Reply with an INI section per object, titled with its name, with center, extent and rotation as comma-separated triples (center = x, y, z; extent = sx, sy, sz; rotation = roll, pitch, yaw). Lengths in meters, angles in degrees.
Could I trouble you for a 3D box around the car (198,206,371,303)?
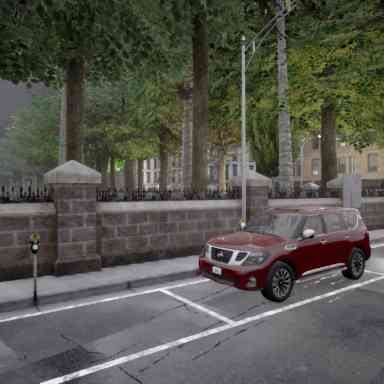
[car]
center = 2.552, 1.314, 8.410
extent = 5.009, 1.841, 2.192
rotation = 0, 0, -36
